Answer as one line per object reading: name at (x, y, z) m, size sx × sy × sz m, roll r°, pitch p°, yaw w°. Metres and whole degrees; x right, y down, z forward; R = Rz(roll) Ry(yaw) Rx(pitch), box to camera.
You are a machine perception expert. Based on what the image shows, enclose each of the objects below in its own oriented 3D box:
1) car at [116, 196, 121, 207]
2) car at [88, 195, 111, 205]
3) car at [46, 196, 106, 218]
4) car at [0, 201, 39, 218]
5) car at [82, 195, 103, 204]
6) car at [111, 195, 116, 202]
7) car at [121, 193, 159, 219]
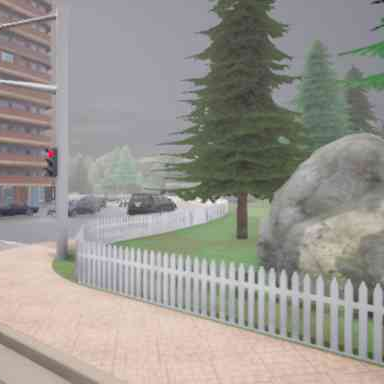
car at (-8.890, 1.278, 44.878) m, size 1.812 × 1.442 × 4.674 m, roll 0°, pitch 0°, yaw -10°
car at (-11.860, 1.297, 41.250) m, size 2.033 × 1.411 × 5.357 m, roll 0°, pitch 0°, yaw -4°
car at (-9.838, 1.351, 28.167) m, size 2.033 × 1.411 × 5.357 m, roll 0°, pitch 0°, yaw 16°
car at (-14.399, 1.391, 25.871) m, size 1.895 × 1.301 × 4.718 m, roll 0°, pitch 0°, yaw 21°
car at (-17.621, 1.268, 58.556) m, size 2.033 × 1.411 × 5.357 m, roll 0°, pitch 0°, yaw -34°
car at (-14.720, 1.201, 60.513) m, size 1.812 × 1.442 × 4.674 m, roll 0°, pitch 0°, yaw -34°
car at (-3.087, 1.062, 26.630) m, size 2.150 × 2.045 × 5.566 m, roll 1°, pitch 0°, yaw 18°
